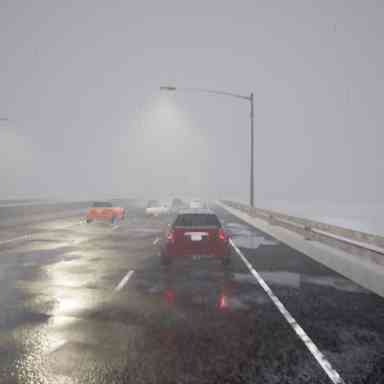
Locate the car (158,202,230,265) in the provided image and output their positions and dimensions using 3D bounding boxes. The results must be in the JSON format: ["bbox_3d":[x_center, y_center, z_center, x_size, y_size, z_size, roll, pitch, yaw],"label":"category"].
[{"bbox_3d":[0.143,1.400,12.035,2.097,1.767,4.553,0,0,0],"label":"car"}]

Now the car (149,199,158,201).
[{"bbox_3d":[-6.072,1.817,53.981,1.994,1.385,4.181,0,0,2],"label":"car"}]

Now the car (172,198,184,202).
[{"bbox_3d":[-2.455,1.781,57.551,1.837,1.490,4.892,0,0,2],"label":"car"}]

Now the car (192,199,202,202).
[{"bbox_3d":[0.694,1.734,45.795,1.812,1.442,4.674,0,0,2],"label":"car"}]

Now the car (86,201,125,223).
[{"bbox_3d":[-6.705,1.460,26.329,2.097,1.767,4.553,0,0,1],"label":"car"}]

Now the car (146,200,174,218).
[{"bbox_3d":[-3.118,1.736,31.795,1.895,1.301,4.718,0,0,1],"label":"car"}]
